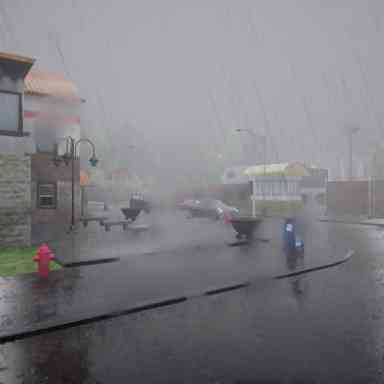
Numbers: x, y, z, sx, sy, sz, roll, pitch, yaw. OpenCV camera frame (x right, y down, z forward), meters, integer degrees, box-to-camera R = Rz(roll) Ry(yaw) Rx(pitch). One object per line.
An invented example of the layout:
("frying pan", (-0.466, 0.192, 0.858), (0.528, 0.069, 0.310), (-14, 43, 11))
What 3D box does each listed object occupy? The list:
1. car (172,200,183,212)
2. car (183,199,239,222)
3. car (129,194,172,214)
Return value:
("car", (-0.540, 1.525, 36.985), (1.812, 1.442, 4.674), (0, 0, -35))
("car", (1.641, 1.351, 26.701), (2.097, 1.767, 4.553), (0, 0, -35))
("car", (-4.797, 1.221, 35.788), (2.150, 2.045, 5.566), (0, 0, -35))
